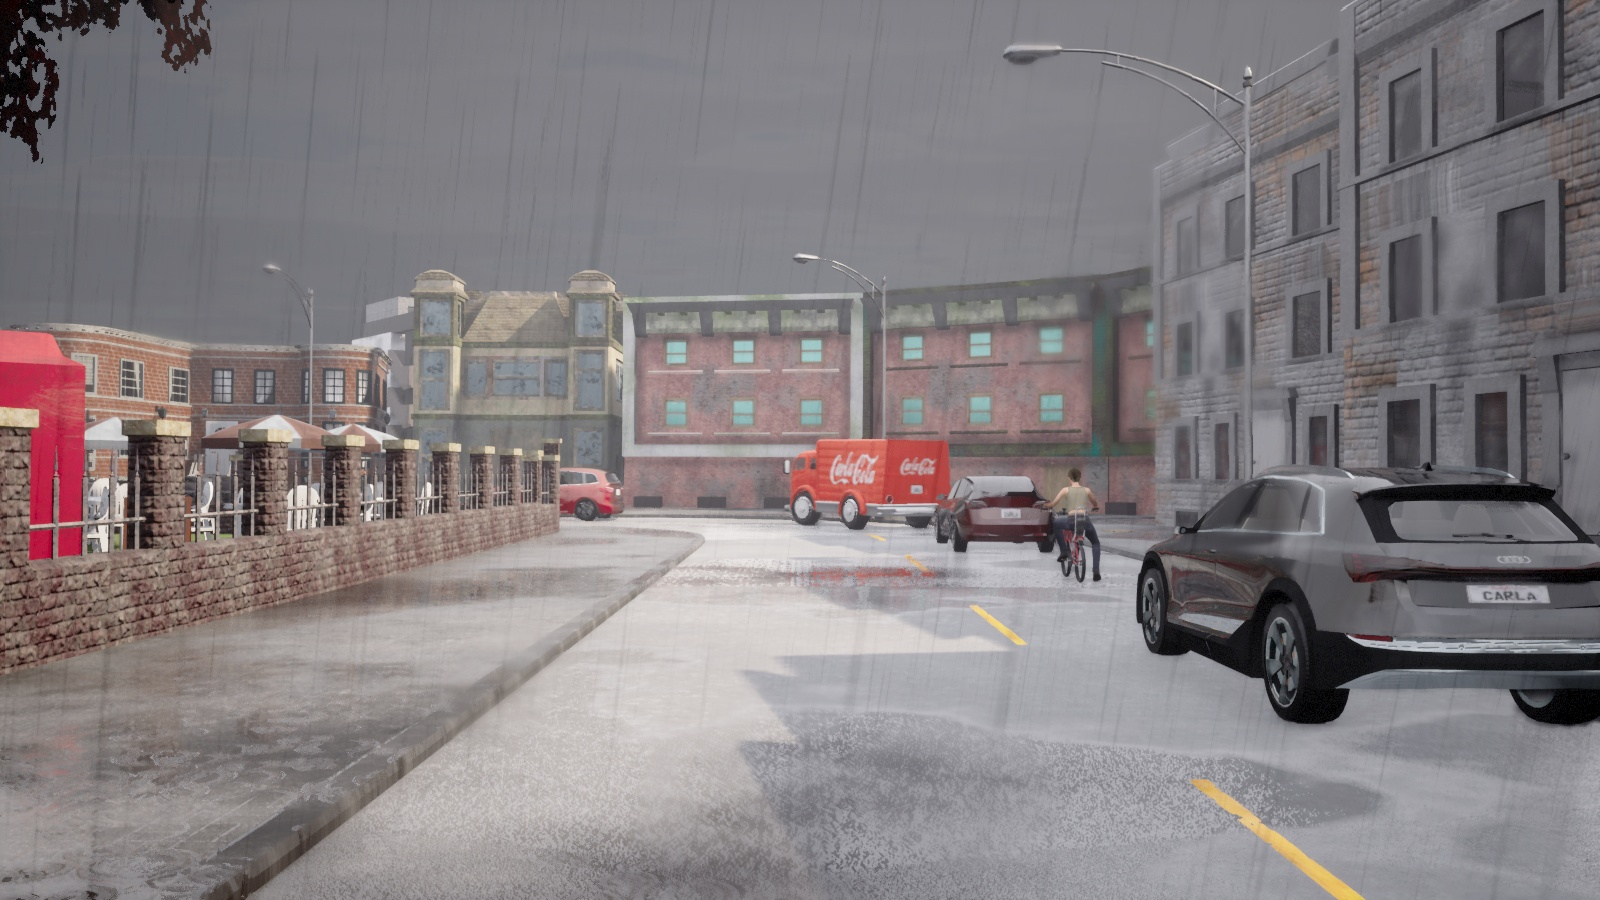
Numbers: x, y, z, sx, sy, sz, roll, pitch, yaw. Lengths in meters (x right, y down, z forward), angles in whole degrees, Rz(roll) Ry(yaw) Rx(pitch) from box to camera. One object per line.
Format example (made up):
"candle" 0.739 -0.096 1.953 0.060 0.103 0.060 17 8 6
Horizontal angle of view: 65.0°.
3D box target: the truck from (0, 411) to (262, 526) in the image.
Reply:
"truck" -21.502 0.580 39.460 7.936 3.462 2.891 0 -1 0

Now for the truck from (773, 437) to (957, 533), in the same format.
"truck" 1.718 0.922 35.198 2.627 2.467 5.204 1 -1 -32

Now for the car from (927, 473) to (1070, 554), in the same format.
"car" 3.942 1.231 25.784 2.163 1.488 4.792 0 -1 0

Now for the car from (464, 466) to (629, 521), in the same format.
"car" -7.894 1.352 39.400 4.611 1.667 2.242 0 -1 5

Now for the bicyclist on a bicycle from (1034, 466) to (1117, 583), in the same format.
"bicyclist on a bicycle" 3.954 1.039 18.148 0.866 1.612 1.509 0 -1 0

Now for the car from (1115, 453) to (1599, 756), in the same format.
"car" 3.980 0.885 9.315 2.033 1.649 4.856 0 -1 0
